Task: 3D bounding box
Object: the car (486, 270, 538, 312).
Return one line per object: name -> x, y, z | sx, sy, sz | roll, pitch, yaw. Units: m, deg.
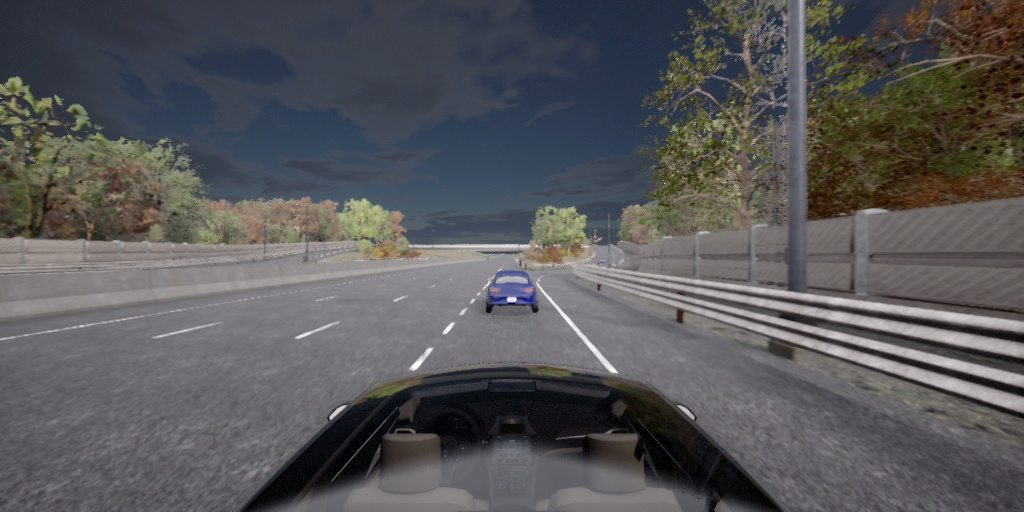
car -> 0.001, 1.281, 14.186 | 1.812, 1.442, 4.674 | 0, 0, 0
